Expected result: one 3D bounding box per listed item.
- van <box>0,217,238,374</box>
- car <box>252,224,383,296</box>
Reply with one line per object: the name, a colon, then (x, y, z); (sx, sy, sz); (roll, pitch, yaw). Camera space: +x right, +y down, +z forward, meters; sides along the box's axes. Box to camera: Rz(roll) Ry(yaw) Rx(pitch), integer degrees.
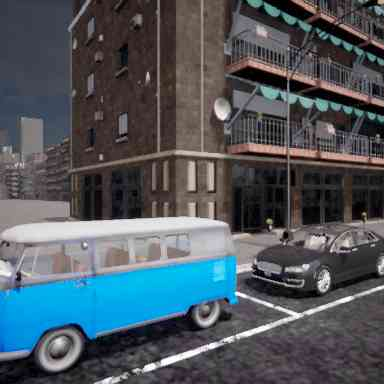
van: (-1.113, 1.338, 5.306); (3.998, 1.788, 1.690); (0, 0, -35)
car: (3.441, 1.547, 8.555); (4.403, 1.369, 2.008); (0, 0, -36)
